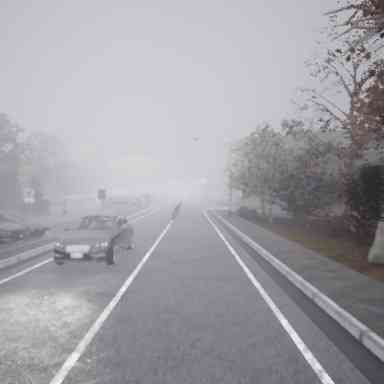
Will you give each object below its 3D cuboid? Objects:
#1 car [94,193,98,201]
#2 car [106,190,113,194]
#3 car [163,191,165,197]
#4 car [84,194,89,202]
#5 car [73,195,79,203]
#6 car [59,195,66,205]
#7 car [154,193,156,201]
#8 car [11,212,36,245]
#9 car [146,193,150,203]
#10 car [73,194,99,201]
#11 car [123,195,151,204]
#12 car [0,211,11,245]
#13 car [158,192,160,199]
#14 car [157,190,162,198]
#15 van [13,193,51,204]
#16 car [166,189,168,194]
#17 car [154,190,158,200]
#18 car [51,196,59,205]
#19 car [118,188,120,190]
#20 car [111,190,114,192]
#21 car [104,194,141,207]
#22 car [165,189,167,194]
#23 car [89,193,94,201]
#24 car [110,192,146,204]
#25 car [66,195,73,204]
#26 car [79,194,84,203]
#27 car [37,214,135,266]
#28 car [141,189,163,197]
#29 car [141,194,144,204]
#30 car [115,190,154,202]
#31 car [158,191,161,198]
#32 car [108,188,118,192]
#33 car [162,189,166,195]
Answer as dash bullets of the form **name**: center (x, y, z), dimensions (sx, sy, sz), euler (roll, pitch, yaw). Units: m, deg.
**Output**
- **car**: center (-23.102, 1.236, 69.644), dimensions (5.008, 1.535, 2.097), euler (0, 1, 0)
- **car**: center (-22.851, 0.974, 80.793), dimensions (5.366, 1.575, 1.946), euler (0, 2, 0)
- **car**: center (-9.940, 0.929, 83.670), dimensions (4.674, 1.452, 2.002), euler (0, 2, 0)
- **car**: center (-23.114, 1.344, 64.064), dimensions (4.792, 1.488, 2.163), euler (0, 0, 0)
- **car**: center (-23.363, 1.344, 58.614), dimensions (5.366, 1.575, 1.946), euler (0, 0, 0)
- **car**: center (-23.217, 1.382, 52.908), dimensions (4.674, 1.452, 2.002), euler (0, 0, 0)
- **car**: center (-10.033, 1.346, 64.161), dimensions (4.792, 1.488, 2.163), euler (0, 1, 0)
- **car**: center (-10.092, 1.692, 14.856), dimensions (5.008, 1.535, 2.097), euler (0, -1, 0)
- **car**: center (-10.110, 1.353, 55.799), dimensions (5.008, 1.535, 2.097), euler (0, 0, 0)
- **car**: center (-23.083, 1.182, 72.562), dimensions (4.892, 1.521, 2.231), euler (0, 1, 0)
- **car**: center (-10.074, 1.340, 61.382), dimensions (4.892, 1.521, 2.231), euler (0, 0, 0)
- **car**: center (-10.131, 1.406, 12.084), dimensions (5.566, 2.045, 2.435), euler (0, -1, 0)
- **car**: center (-9.980, 1.214, 72.530), dimensions (4.792, 1.488, 2.163), euler (0, 1, 0)
- **car**: center (-10.004, 0.929, 78.100), dimensions (4.553, 1.767, 2.185), euler (0, 2, 0)
- **van**: center (-23.123, 1.090, 47.451), dimensions (4.442, 1.987, 1.878), euler (1, 0, 0)
- **car**: center (-9.864, 0.499, 94.813), dimensions (4.674, 1.452, 2.002), euler (0, 3, 0)
- **car**: center (-9.995, 1.112, 69.740), dimensions (4.553, 1.767, 2.185), euler (0, 1, 0)
- **car**: center (-23.235, 1.368, 50.123), dimensions (4.674, 1.452, 2.002), euler (0, 0, 0)
- **car**: center (-22.996, 0.456, 91.942), dimensions (4.553, 1.767, 2.185), euler (0, 2, 0)
- **car**: center (-23.024, 0.890, 83.582), dimensions (5.008, 1.535, 2.097), euler (0, 2, 0)
- **car**: center (-10.140, 1.348, 47.449), dimensions (4.792, 1.488, 2.163), euler (0, 0, 0)
- **car**: center (-9.897, 0.690, 89.243), dimensions (5.008, 1.535, 2.097), euler (0, 2, 0)
- **car**: center (-23.120, 1.279, 66.855), dimensions (5.008, 1.535, 2.097), euler (0, 1, 0)
- **car**: center (-10.165, 1.221, 53.020), dimensions (4.553, 1.767, 2.185), euler (0, 0, 0)
- **car**: center (-23.224, 1.379, 55.821), dimensions (4.792, 1.488, 2.163), euler (0, 0, 0)
- **car**: center (-23.346, 1.332, 61.409), dimensions (5.366, 1.575, 1.946), euler (0, 0, 0)
- **car**: center (-3.296, 1.582, 12.028), dimensions (2.128, 1.511, 4.902), euler (0, -1, 0)
- **car**: center (-9.987, 0.850, 80.879), dimensions (4.553, 1.767, 2.185), euler (0, 2, 0)
- **car**: center (-10.181, 1.362, 50.233), dimensions (4.792, 1.488, 2.163), euler (0, 0, 0)
- **car**: center (-10.126, 1.099, 58.592), dimensions (5.566, 2.045, 2.435), euler (0, 0, 0)
- **car**: center (-10.020, 1.153, 75.317), dimensions (4.792, 1.488, 2.163), euler (0, 1, 0)
- **car**: center (-23.029, 0.544, 86.361), dimensions (5.566, 2.045, 2.435), euler (0, 2, 0)
- **car**: center (-9.914, 0.793, 86.456), dimensions (5.008, 1.535, 2.097), euler (0, 2, 0)
